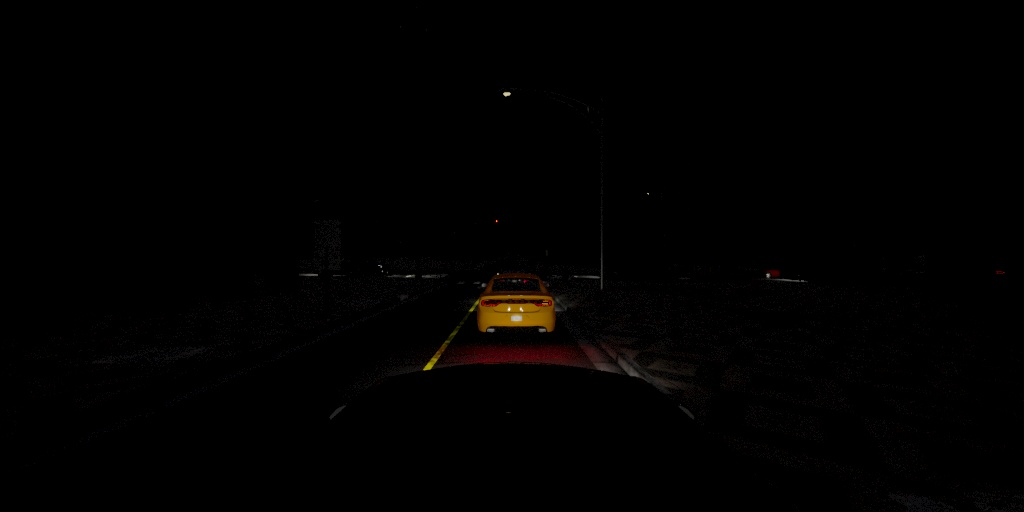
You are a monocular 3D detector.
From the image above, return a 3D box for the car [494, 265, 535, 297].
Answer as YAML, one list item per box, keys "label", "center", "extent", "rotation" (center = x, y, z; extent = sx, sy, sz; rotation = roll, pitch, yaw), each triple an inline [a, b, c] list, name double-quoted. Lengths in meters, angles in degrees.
- label: "car"
  center: [0.111, 1.296, 20.232]
  extent: [2.033, 1.411, 5.357]
  rotation: [0, 0, 0]

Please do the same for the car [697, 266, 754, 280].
- label: "car"
  center: [21.820, 1.704, 36.809]
  extent: [4.718, 1.301, 1.895]
  rotation: [1, 0, 0]

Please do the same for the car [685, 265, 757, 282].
- label: "car"
  center: [17.956, 1.569, 30.954]
  extent: [4.829, 1.417, 1.751]
  rotation: [0, 0, 0]

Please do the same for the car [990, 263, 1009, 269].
- label: "car"
  center: [47.095, 1.742, 33.591]
  extent: [5.566, 2.045, 2.150]
  rotation: [1, 0, 0]

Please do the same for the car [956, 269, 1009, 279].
- label: "car"
  center: [40.367, 1.994, 30.938]
  extent: [4.207, 1.307, 1.802]
  rotation: [0, 0, 0]

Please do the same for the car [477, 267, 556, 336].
- label: "car"
  center: [0.104, 1.227, 10.405]
  extent: [1.882, 1.535, 5.008]
  rotation: [0, 0, 0]

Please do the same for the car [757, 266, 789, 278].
- label: "car"
  center: [29.087, 1.763, 39.472]
  extent: [4.507, 1.381, 1.888]
  rotation: [0, 0, 0]

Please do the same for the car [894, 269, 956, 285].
- label: "car"
  center: [34.717, 1.862, 30.942]
  extent: [4.507, 1.381, 1.888]
  rotation: [0, 0, 0]

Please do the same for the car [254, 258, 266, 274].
- label: "car"
  center: [-23.879, 0.928, 33.647]
  extent: [4.902, 1.511, 2.128]
  rotation: [1, 0, 0]

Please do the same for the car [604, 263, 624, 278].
- label: "car"
  center: [11.902, 1.454, 36.816]
  extent: [4.892, 1.490, 1.837]
  rotation: [1, 0, 0]

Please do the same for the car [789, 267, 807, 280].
- label: "car"
  center: [31.886, 1.771, 36.793]
  extent: [4.892, 1.490, 1.837]
  rotation: [1, 0, 0]

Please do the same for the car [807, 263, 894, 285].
- label: "car"
  center: [29.073, 1.539, 30.946]
  extent: [5.009, 1.841, 2.192]
  rotation: [0, 0, 0]

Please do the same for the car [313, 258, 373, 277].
- label: "car"
  center: [-14.764, 1.114, 30.882]
  extent: [4.403, 1.370, 2.007]
  rotation: [0, 0, 0]

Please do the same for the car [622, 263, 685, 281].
- label: "car"
  center: [12.144, 1.522, 30.958]
  extent: [4.313, 1.339, 1.948]
  rotation: [0, 0, 0]

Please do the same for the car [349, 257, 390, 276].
- label: "car"
  center: [-13.881, 0.926, 33.594]
  extent: [4.553, 1.767, 2.097]
  rotation: [1, 0, 1]
